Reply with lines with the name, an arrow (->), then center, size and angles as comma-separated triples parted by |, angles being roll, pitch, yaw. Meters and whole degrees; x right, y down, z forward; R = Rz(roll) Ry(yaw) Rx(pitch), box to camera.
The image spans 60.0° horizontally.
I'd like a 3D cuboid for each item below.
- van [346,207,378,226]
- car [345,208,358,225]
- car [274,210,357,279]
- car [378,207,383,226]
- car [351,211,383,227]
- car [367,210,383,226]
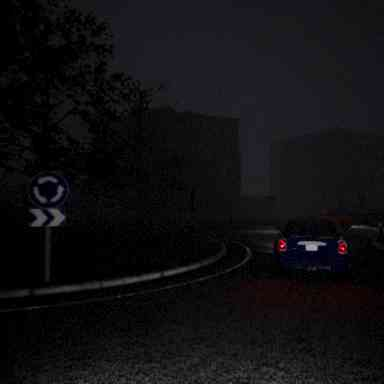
van -> 18.201, 2.574, 35.381 | 1.878, 1.987, 4.442 | 4, -3, -32
car -> 9.719, 2.093, 24.863 | 5.008, 1.535, 1.882 | 2, -2, -26
car -> 3.902, 1.594, 11.208 | 2.097, 1.767, 4.553 | 0, -1, 16
car -> 19.709, 2.526, 30.770 | 4.553, 1.767, 2.097 | 4, -3, -32
car -> 20.586, 2.994, 36.761 | 2.097, 1.535, 5.008 | 5, -3, -32
car -> 22.960, 3.084, 38.229 | 2.185, 1.767, 4.553 | 5, -4, -32
